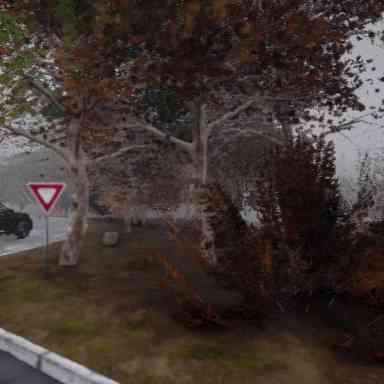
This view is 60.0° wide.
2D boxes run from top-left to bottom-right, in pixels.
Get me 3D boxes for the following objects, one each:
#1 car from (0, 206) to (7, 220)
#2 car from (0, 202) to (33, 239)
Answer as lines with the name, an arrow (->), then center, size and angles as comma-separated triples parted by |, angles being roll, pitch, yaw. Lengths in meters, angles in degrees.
car -> -19.944, 1.947, 31.272 | 4.718, 1.301, 1.895 | -1, 0, 23
car -> -10.045, 1.395, 15.742 | 2.150, 2.045, 5.566 | 0, 0, 10
